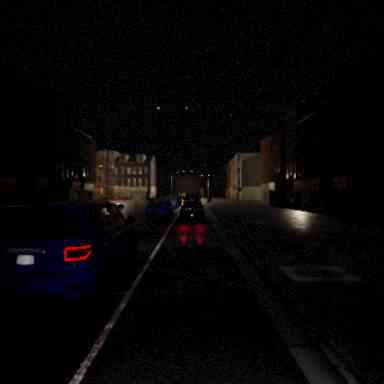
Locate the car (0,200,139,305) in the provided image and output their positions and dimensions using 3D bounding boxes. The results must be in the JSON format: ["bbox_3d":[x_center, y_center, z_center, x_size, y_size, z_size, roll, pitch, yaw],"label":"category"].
[{"bbox_3d":[-2.753,1.209,8.182,2.150,2.045,5.566,0,0,0],"label":"car"}]

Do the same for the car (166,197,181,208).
[{"bbox_3d":[-2.653,1.470,48.034,1.887,1.381,4.507,0,0,0],"label":"car"}]

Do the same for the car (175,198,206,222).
[{"bbox_3d":[0.033,1.445,26.115,2.128,1.511,4.902,0,0,1],"label":"car"}]

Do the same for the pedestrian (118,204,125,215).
[{"bbox_3d":[-2.488,1.272,11.431,0.375,1.860,0.375,0,0,0],"label":"pedestrian"}]

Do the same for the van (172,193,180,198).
[{"bbox_3d":[-2.653,1.272,42.600,1.690,1.788,3.998,0,0,0],"label":"van"}]

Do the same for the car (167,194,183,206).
[{"bbox_3d":[-2.656,1.235,53.468,2.192,1.841,5.009,0,0,0],"label":"car"}]

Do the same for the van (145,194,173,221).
[{"bbox_3d":[-2.649,1.295,26.299,1.690,1.788,3.998,0,0,0],"label":"van"}]

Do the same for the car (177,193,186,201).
[{"bbox_3d":[-2.663,1.218,85.312,2.192,1.841,5.009,0,0,0],"label":"car"}]

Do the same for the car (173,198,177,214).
[{"bbox_3d":[-2.649,1.511,31.733,1.947,1.339,4.313,0,0,0],"label":"car"}]

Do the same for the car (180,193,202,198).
[{"bbox_3d":[0.018,1.159,41.579,2.150,2.045,5.566,0,0,0],"label":"car"}]
